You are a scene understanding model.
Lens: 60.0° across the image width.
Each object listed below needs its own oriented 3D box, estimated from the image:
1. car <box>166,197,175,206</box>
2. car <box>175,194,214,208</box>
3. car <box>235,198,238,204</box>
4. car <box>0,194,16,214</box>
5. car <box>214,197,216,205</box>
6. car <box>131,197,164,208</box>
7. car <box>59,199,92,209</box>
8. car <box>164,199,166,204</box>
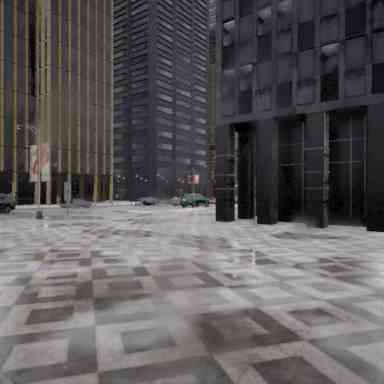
[{"bbox_3d":[-1.160,1.601,53.003,2.033,1.411,5.357,0,0,37],"label":"car"},{"bbox_3d":[0.487,1.279,49.801,2.150,2.045,5.566,0,0,37],"label":"car"},{"bbox_3d":[6.836,1.578,58.369,1.837,1.490,4.892,0,0,37],"label":"car"},{"bbox_3d":[-20.471,1.230,32.828,2.150,2.045,5.566,0,0,37],"label":"car"},{"bbox_3d":[4.480,1.632,60.648,1.994,1.385,4.181,0,0,37],"label":"car"},{"bbox_3d":[-7.114,1.531,50.680,2.128,1.511,4.902,0,0,37],"label":"car"},{"bbox_3d":[-15.625,1.583,44.746,1.994,1.385,4.181,0,0,37],"label":"car"},{"bbox_3d":[-3.723,1.589,60.525,1.812,1.442,4.674,0,0,37],"label":"car"}]
